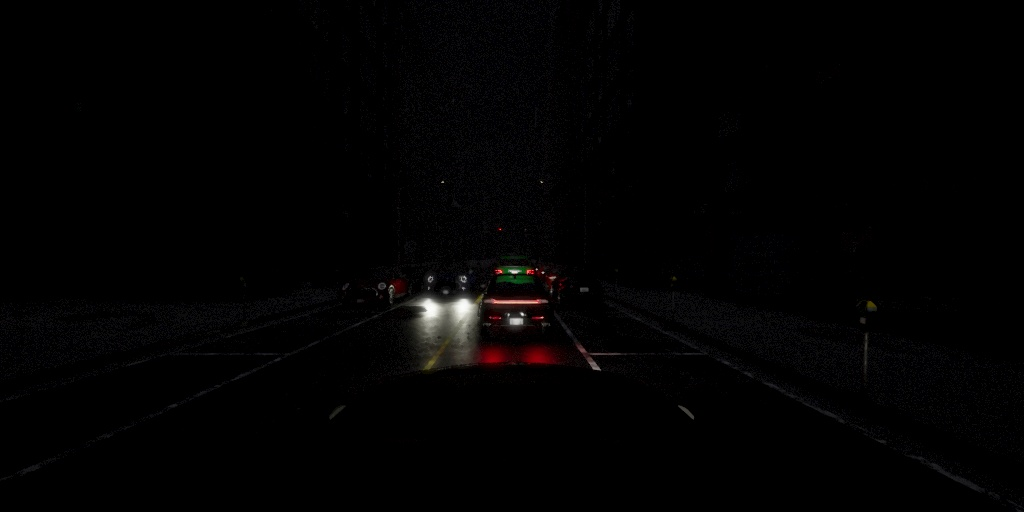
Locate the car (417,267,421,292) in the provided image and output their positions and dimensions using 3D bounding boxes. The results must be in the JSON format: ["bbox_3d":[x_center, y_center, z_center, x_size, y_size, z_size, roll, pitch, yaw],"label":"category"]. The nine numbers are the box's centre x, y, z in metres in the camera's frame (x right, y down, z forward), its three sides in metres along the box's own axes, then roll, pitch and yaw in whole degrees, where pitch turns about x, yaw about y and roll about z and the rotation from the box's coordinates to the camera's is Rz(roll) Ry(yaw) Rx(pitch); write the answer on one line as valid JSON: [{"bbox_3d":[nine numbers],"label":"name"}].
[{"bbox_3d":[-5.780,1.314,21.155,1.948,1.339,4.313,0,0,0],"label":"car"}]

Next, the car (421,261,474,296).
[{"bbox_3d":[-3.095,1.100,18.998,2.097,1.767,4.553,0,0,0],"label":"car"}]

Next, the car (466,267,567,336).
[{"bbox_3d":[0.093,1.240,10.387,2.128,1.511,4.902,0,0,0],"label":"car"}]

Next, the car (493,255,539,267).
[{"bbox_3d":[0.086,0.970,20.307,2.150,2.045,5.566,0,0,-1],"label":"car"}]

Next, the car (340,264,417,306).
[{"bbox_3d":[-5.776,1.188,15.650,1.967,1.591,4.097,0,0,0],"label":"car"}]

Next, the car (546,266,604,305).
[{"bbox_3d":[2.750,1.314,15.657,1.948,1.339,4.313,0,0,0],"label":"car"}]

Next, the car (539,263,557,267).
[{"bbox_3d":[2.746,1.293,21.161,1.888,1.381,4.507,0,0,0],"label":"car"}]
